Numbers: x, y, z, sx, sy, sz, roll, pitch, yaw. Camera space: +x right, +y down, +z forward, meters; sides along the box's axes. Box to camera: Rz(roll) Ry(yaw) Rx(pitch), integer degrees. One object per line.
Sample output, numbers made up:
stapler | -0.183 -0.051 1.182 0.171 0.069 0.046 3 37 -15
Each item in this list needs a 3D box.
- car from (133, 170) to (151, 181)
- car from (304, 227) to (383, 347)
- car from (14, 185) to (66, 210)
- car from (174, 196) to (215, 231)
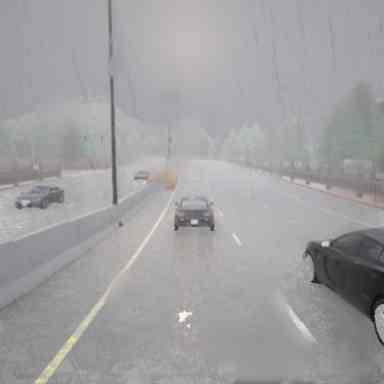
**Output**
car | -6.931 -2.384 47.023 2.033 1.411 5.357 0 7 1
car | 3.601 1.373 5.987 1.882 1.535 5.008 0 1 0
car | -10.590 0.294 23.472 2.128 1.511 4.902 0 6 0
car | 0.102 0.927 16.226 1.812 1.442 4.674 0 4 0
